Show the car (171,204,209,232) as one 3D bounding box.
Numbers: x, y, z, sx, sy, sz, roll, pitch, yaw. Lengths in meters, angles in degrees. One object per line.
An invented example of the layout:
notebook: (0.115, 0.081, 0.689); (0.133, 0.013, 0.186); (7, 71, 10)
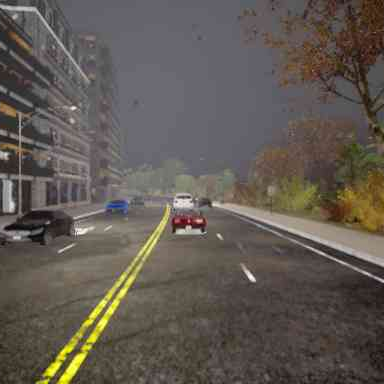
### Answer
car: (-0.241, 1.600, 20.011); (1.895, 1.301, 4.718); (0, 0, -2)

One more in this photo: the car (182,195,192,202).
car: (-1.221, 1.440, 77.674); (1.882, 1.535, 5.008); (0, 0, -7)

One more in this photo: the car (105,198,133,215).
car: (-7.503, 1.479, 33.797); (1.882, 1.535, 5.008); (0, 0, -3)

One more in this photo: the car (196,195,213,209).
car: (1.726, 1.491, 46.071); (1.837, 1.490, 4.892); (0, 0, -4)

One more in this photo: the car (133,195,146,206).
car: (-8.747, 1.356, 54.424); (2.097, 1.767, 4.553); (0, 0, -5)

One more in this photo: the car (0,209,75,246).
car: (-6.856, 1.530, 15.332); (1.812, 1.442, 4.674); (0, 0, 0)

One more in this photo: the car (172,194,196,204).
car: (-1.049, 1.215, 38.505); (2.150, 2.045, 5.566); (0, 0, -3)

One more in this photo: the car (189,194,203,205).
car: (0.624, 1.329, 59.699); (2.097, 1.767, 4.553); (0, 0, -5)
